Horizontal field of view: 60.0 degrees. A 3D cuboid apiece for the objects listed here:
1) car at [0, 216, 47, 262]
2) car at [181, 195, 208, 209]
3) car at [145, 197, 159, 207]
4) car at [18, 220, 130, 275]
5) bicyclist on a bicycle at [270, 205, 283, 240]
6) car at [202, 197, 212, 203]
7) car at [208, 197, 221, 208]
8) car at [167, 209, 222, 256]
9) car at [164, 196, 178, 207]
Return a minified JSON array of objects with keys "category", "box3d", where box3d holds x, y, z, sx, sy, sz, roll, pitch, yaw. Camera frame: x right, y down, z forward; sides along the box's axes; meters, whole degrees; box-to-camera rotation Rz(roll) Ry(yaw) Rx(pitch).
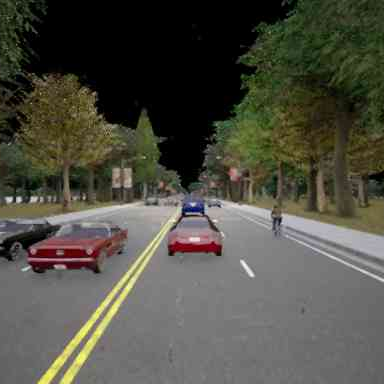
[{"category":"car","box3d":[-6.597,1.615,12.365,1.895,1.301,4.718,0,0,0]},{"category":"car","box3d":[0.104,1.272,31.894,2.150,2.045,5.566,0,0,0]},{"category":"car","box3d":[-6.547,1.605,54.807,1.882,1.535,5.008,0,0,1]},{"category":"car","box3d":[-3.347,1.613,10.671,1.895,1.301,4.718,0,0,0]},{"category":"bicyclist on a bicycle","box3d":[4.144,1.474,16.298,0.582,1.620,1.656,0,0,0]},{"category":"car","box3d":[3.266,1.775,73.383,1.994,1.385,4.181,0,0,0]},{"category":"car","box3d":[3.360,1.659,50.846,2.033,1.411,5.357,0,0,0]},{"category":"car","box3d":[0.101,1.580,13.267,1.994,1.385,4.181,0,0,0]},{"category":"car","box3d":[-3.298,1.473,53.146,2.097,1.767,4.553,0,0,0]}]
